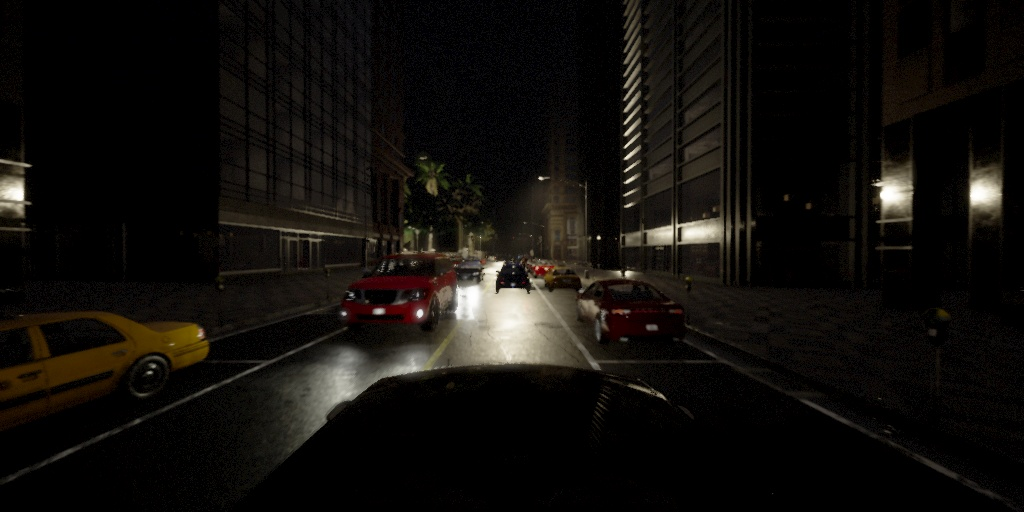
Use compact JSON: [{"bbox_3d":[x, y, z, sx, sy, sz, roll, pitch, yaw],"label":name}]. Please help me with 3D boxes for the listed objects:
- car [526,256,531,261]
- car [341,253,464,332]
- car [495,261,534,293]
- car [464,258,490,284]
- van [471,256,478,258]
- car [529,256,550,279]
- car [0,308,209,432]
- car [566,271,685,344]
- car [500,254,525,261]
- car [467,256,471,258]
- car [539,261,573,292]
[{"bbox_3d":[2.758,1.044,36.422,1.967,1.591,4.097,0,0,0],"label":"car"},{"bbox_3d":[-3.063,0.932,11.078,2.150,2.045,5.566,0,0,0],"label":"car"},{"bbox_3d":[0.062,1.196,19.830,1.812,1.442,4.674,0,0,0],"label":"car"},{"bbox_3d":[-3.003,1.139,25.729,2.128,1.511,4.902,0,0,0],"label":"car"},{"bbox_3d":[-5.769,0.884,52.710,1.690,1.789,3.998,0,0,0],"label":"van"},{"bbox_3d":[2.759,1.065,30.997,1.967,1.591,4.097,0,0,0],"label":"car"},{"bbox_3d":[-5.763,1.266,3.707,1.751,1.417,4.829,0,0,0],"label":"car"},{"bbox_3d":[2.761,1.261,9.297,1.888,1.381,4.507,0,0,0],"label":"car"},{"bbox_3d":[0.086,0.944,39.605,2.097,1.767,4.553,0,0,0],"label":"car"},{"bbox_3d":[-5.767,0.919,36.432,2.192,1.841,5.009,0,0,0],"label":"car"},{"bbox_3d":[2.760,1.195,20.317,1.751,1.417,4.829,0,0,0],"label":"car"}]
